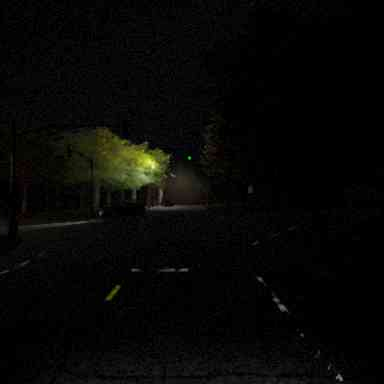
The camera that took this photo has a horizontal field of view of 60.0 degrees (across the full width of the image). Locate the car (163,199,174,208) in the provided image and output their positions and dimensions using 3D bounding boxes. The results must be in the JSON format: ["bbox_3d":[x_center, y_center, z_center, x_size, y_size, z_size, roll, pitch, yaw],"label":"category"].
[{"bbox_3d":[-4.423,2.188,62.722,1.837,1.490,4.892,0,1,-1],"label":"car"}]

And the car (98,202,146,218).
[{"bbox_3d":[-6.663,1.693,31.972,2.128,1.511,4.902,-2,-1,41],"label":"car"}]
